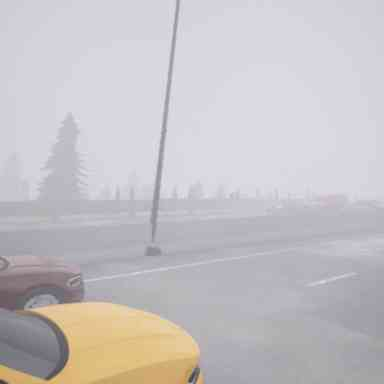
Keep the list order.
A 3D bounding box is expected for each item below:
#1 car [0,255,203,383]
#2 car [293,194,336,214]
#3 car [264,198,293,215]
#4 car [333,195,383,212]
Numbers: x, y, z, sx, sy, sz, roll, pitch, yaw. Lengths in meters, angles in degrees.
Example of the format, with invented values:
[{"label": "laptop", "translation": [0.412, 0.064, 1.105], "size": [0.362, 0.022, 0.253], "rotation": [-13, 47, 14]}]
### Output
[{"label": "car", "translation": [-2.179, 1.477, 2.192], "size": [5.008, 1.535, 1.882], "rotation": [0, 0, -35]}, {"label": "car", "translation": [11.895, 1.246, 29.665], "size": [5.566, 2.045, 2.150], "rotation": [0, 0, -35]}, {"label": "car", "translation": [9.073, 1.378, 31.949], "size": [4.553, 1.767, 2.097], "rotation": [0, 0, -35]}, {"label": "car", "translation": [13.813, 1.379, 26.731], "size": [4.553, 1.767, 2.097], "rotation": [0, 0, -35]}]
